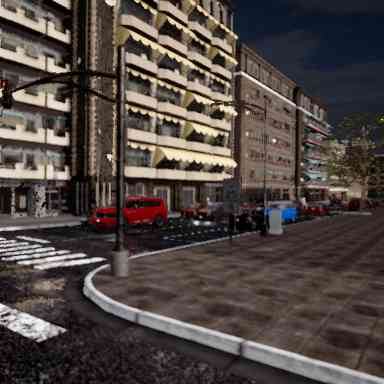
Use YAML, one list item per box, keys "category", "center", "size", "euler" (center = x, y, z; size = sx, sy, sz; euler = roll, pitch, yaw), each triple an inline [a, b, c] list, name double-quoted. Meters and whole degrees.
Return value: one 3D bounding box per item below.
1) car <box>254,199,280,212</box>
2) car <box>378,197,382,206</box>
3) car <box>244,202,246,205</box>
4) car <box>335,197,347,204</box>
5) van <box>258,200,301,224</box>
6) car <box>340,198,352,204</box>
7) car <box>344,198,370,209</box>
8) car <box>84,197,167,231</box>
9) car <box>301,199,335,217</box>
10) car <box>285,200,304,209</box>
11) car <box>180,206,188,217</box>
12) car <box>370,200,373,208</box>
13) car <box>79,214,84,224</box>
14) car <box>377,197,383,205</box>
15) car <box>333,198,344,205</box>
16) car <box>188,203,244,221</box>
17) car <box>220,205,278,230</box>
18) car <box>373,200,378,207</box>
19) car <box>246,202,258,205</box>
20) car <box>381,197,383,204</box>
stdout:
- category: "car"
  center: [10.475, 1.791, 46.137]
  size: [1.967, 1.590, 4.097]
  euler: [0, 0, 36]
- category: "car"
  center: [36.899, 2.274, 67.900]
  size: [1.887, 1.381, 4.507]
  euler: [0, 0, 36]
- category: "car"
  center: [7.194, 1.888, 41.681]
  size: [1.802, 1.307, 4.206]
  euler: [0, 0, 36]
- category: "car"
  center: [36.716, 2.138, 81.788]
  size: [1.967, 1.590, 4.097]
  euler: [0, 0, 36]
- category: "van"
  center: [7.380, 1.674, 27.794]
  size: [1.690, 1.788, 3.998]
  euler: [0, 0, 36]
- category: "car"
  center: [39.894, 2.264, 86.106]
  size: [1.752, 1.417, 4.829]
  euler: [0, 0, 36]
- category: "car"
  center: [27.061, 1.915, 54.533]
  size: [2.192, 1.841, 5.009]
  euler: [0, 0, 36]
- category: "car"
  center: [-3.982, 1.381, 22.121]
  size: [2.150, 2.045, 5.566]
  euler: [1, 0, 36]
- category: "car"
  center: [13.940, 1.863, 36.707]
  size: [1.967, 1.590, 4.097]
  euler: [0, 0, 36]
- category: "car"
  center: [17.034, 2.021, 55.050]
  size: [1.802, 1.307, 4.206]
  euler: [0, 0, 36]
- category: "car"
  center: [0.635, 1.761, 32.767]
  size: [1.887, 1.381, 4.507]
  euler: [0, 0, 36]
- category: "car"
  center: [30.338, 2.225, 58.988]
  size: [1.802, 1.307, 4.206]
  euler: [0, 0, 36]
- category: "car"
  center: [-5.926, 1.676, 23.855]
  size: [2.008, 1.369, 4.403]
  euler: [0, 0, 36]
- category: "car"
  center: [46.742, 2.171, 81.271]
  size: [2.192, 1.841, 5.009]
  euler: [0, 0, 36]
- category: "car"
  center: [33.435, 2.221, 77.331]
  size: [1.947, 1.339, 4.313]
  euler: [0, 0, 36]
- category: "car"
  center: [2.334, 1.794, 30.697]
  size: [2.033, 1.411, 5.357]
  euler: [1, 0, 37]
- category: "car"
  center: [4.098, 1.853, 23.337]
  size: [1.947, 1.339, 4.313]
  euler: [0, 0, 36]
- category: "car"
  center: [33.619, 2.126, 63.445]
  size: [1.967, 1.590, 4.097]
  euler: [0, 0, 36]
- category: "car"
  center: [8.843, 1.827, 39.513]
  size: [2.128, 1.511, 4.902]
  euler: [1, 0, 37]
- category: "car"
  center: [40.179, 2.322, 72.357]
  size: [2.008, 1.369, 4.403]
  euler: [0, 0, 36]
